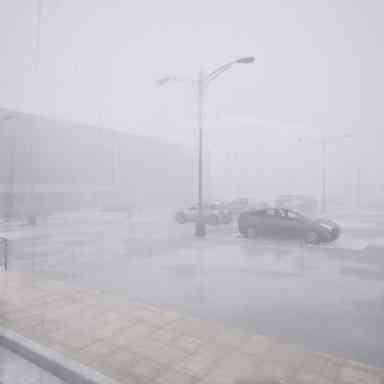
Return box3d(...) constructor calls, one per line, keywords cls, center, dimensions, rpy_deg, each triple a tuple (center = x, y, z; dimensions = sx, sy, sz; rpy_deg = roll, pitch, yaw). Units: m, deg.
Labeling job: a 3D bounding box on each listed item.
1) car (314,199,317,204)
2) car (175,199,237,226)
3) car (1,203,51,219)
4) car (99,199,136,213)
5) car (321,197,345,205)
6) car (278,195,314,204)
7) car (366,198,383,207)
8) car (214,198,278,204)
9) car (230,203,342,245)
box3d(cls="car", center=(12.888, 1.289, 40.931), dimensions=(4.605, 1.855, 1.932), rpy_deg=(0, 0, 35))
box3d(cls="car", center=(0.732, 1.424, 22.439), dimensions=(3.806, 1.475, 1.970), rpy_deg=(0, 0, 35))
box3d(cls="car", center=(-15.373, 1.740, 30.994), dimensions=(1.994, 1.385, 4.181), rpy_deg=(0, 0, 35))
box3d(cls="car", center=(-8.920, 1.681, 40.124), dimensions=(1.837, 1.490, 4.892), rpy_deg=(0, 0, 35))
box3d(cls="car", center=(23.720, 1.565, 56.033), dimensions=(3.633, 1.501, 1.845), rpy_deg=(0, 0, 35))
box3d(cls="car", center=(11.549, 1.269, 38.320), dimensions=(3.866, 1.878, 1.905), rpy_deg=(0, 0, 35))
box3d(cls="car", center=(28.063, 1.576, 49.318), dimensions=(3.806, 1.475, 1.970), rpy_deg=(0, 0, 35))
box3d(cls="car", center=(4.169, 1.345, 27.868), dimensions=(5.027, 1.636, 2.152), rpy_deg=(0, 0, 35))
box3d(cls="car", center=(4.378, 1.490, 15.381), dimensions=(4.514, 1.523, 2.007), rpy_deg=(0, 0, 35))
